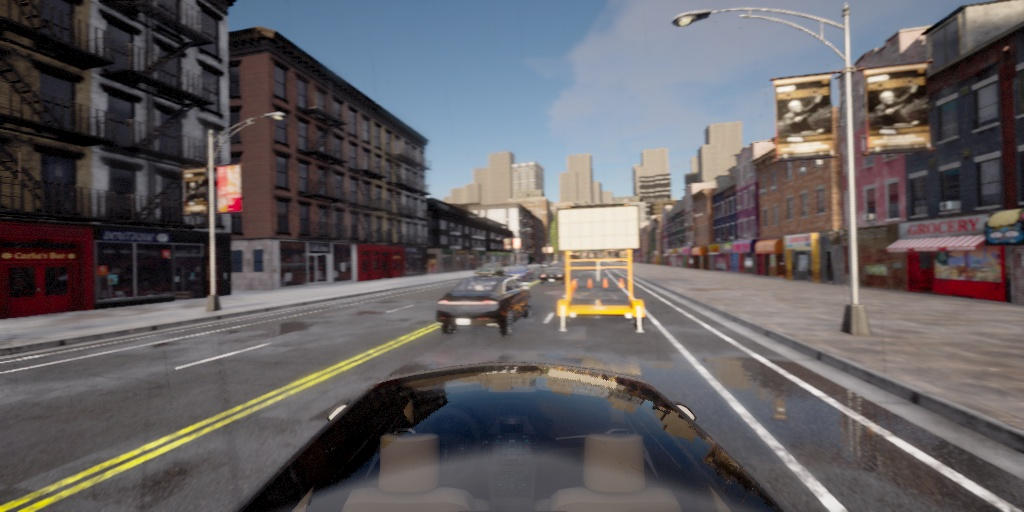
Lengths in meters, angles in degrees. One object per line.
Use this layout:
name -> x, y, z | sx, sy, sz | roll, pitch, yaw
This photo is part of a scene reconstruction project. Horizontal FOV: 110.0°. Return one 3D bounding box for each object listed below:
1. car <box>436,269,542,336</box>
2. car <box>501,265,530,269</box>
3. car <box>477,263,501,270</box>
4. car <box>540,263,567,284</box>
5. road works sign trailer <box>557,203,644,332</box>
car -> -0.611, 1.335, 10.769 | 2.128, 1.511, 4.902 | -1, -1, 13
car -> 0.733, 1.541, 32.452 | 1.812, 1.442, 4.674 | -1, -1, 13
car -> -2.113, 1.452, 34.618 | 2.097, 1.767, 4.553 | -1, -1, 13
car -> 3.428, 1.520, 28.725 | 1.895, 1.301, 4.718 | -1, -1, 13
road works sign trailer -> 2.678, 0.235, 10.959 | 2.380, 3.560, 2.880 | 0, 0, 13
